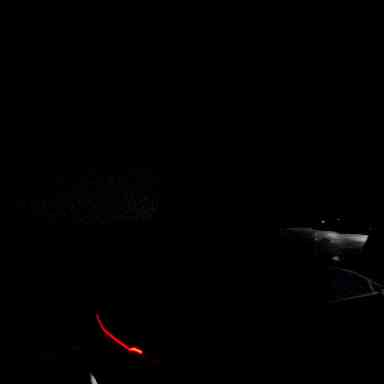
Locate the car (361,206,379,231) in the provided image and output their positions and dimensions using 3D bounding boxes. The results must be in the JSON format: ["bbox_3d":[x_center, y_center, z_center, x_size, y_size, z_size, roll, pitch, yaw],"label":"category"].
[{"bbox_3d":[11.478,1.628,17.578,4.181,1.385,1.994,0,0,-22],"label":"car"}]

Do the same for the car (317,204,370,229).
[{"bbox_3d":[10.101,1.556,20.801,4.892,1.490,1.837,0,0,-22],"label":"car"}]

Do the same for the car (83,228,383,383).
[{"bbox_3d":[1.176,1.494,4.268,4.902,1.511,2.128,0,0,-32],"label":"car"}]
